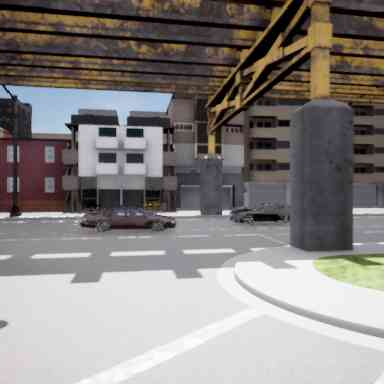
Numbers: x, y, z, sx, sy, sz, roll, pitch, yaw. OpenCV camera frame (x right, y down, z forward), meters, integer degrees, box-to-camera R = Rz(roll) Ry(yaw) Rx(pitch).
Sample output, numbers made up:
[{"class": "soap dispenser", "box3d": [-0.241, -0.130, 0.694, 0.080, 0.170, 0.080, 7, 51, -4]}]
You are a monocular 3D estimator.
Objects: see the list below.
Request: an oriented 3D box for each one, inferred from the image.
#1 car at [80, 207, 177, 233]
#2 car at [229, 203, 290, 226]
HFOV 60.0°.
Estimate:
[{"class": "car", "box3d": [-3.528, 1.545, 19.073, 5.357, 1.411, 2.033, 0, 0, -1]}, {"class": "car", "box3d": [5.025, 1.490, 23.255, 4.902, 1.511, 2.128, 0, 0, -9]}]
